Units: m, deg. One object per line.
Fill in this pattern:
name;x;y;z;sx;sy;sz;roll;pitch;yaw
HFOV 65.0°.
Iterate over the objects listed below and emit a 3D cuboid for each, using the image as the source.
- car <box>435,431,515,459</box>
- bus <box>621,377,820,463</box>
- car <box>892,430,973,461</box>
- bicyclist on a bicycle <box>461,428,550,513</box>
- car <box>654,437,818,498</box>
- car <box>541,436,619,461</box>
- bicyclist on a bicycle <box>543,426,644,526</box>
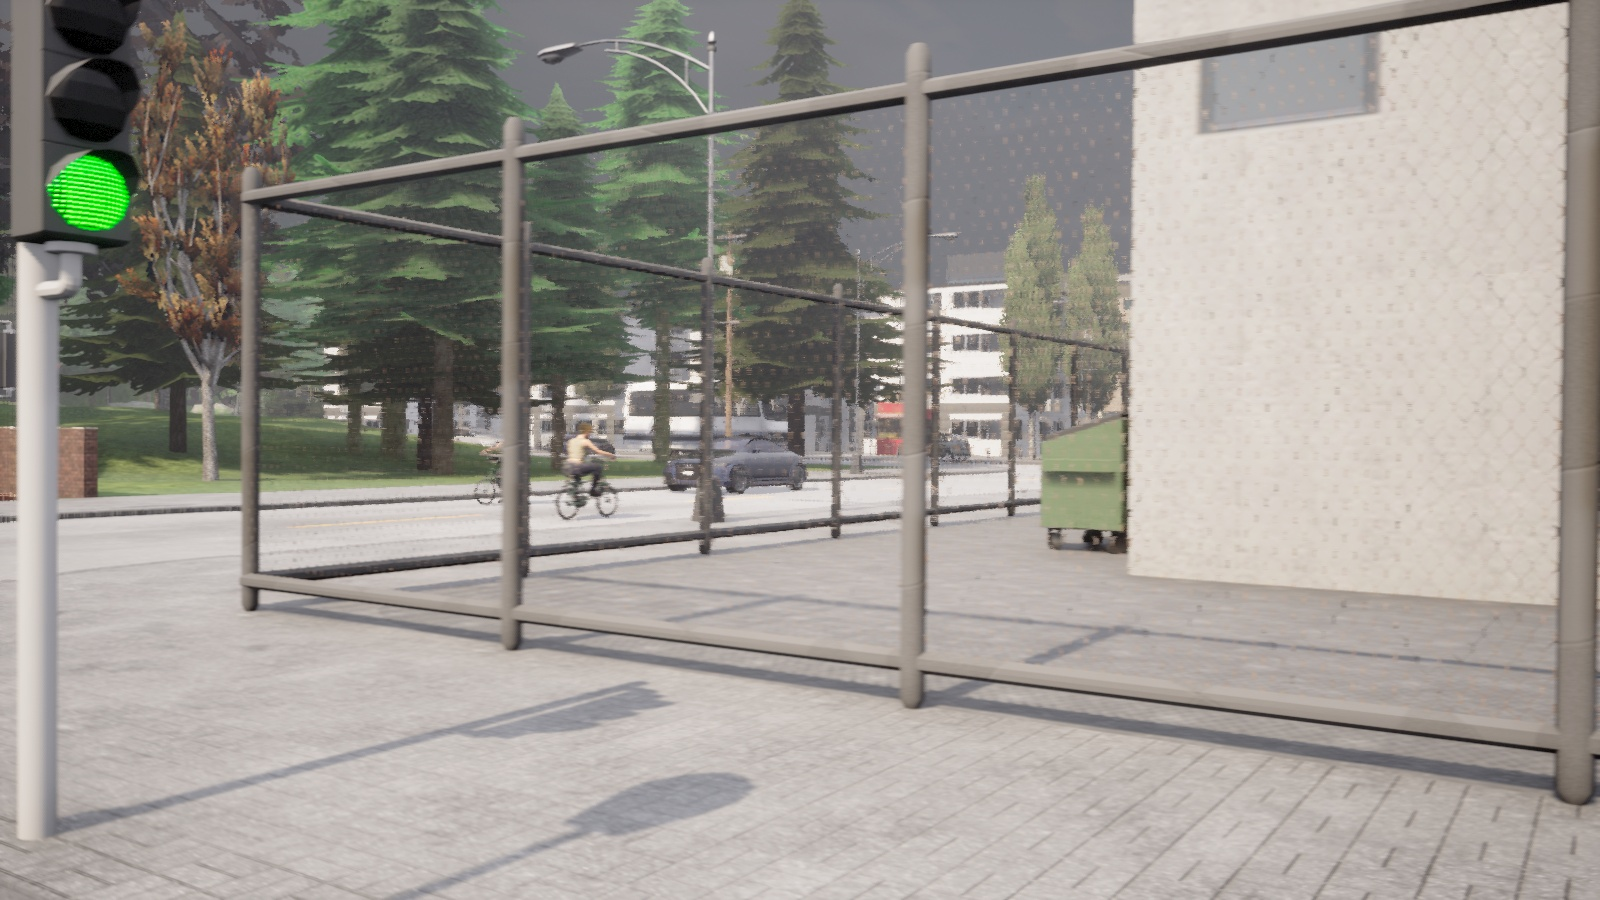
car;-19.900;-0.298;76.854;4.611;1.667;2.242;0;1;34
bus;-4.305;-1.518;66.534;10.273;4.253;3.944;0;1;35
car;6.751;-0.227;63.979;3.705;1.549;1.789;0;1;33
bicyclist on a bicycle;-5.819;0.379;24.871;0.866;1.612;1.509;0;1;33
car;-1.521;0.380;31.339;1.994;1.385;4.181;0;1;33
car;-12.617;-0.078;72.009;4.181;1.385;1.994;0;1;33
bicyclist on a bicycle;-3.464;0.409;21.163;0.866;1.612;1.509;0;1;34
